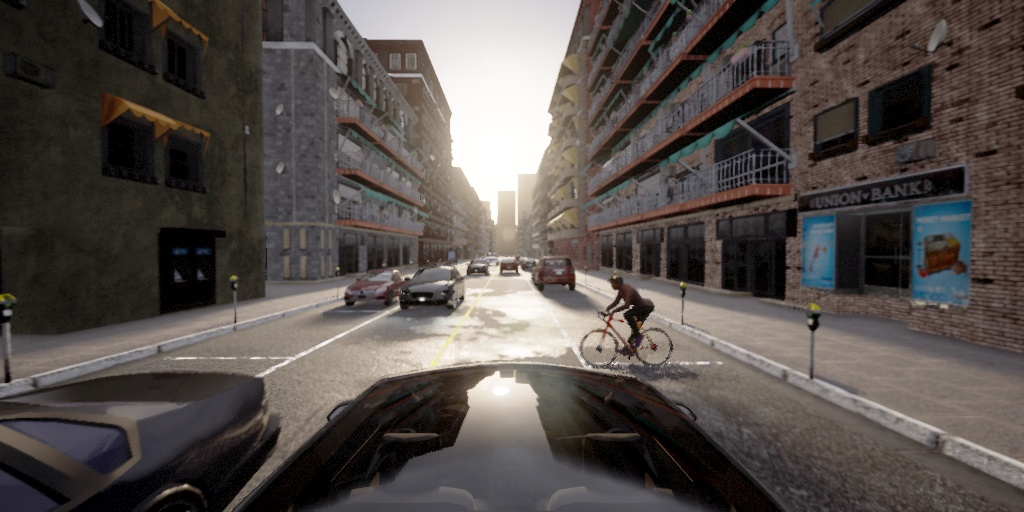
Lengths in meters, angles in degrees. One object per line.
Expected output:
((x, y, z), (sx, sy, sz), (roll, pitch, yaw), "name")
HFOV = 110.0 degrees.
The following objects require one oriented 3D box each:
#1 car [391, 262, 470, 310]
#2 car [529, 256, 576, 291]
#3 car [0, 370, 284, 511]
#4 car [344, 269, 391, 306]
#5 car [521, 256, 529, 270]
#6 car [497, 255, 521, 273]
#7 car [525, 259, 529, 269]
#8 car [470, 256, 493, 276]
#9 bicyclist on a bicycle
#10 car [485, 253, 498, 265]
((-2.968, 1.158, 14.151), (1.837, 1.490, 4.892), (0, 0, -1), "car")
((2.345, 0.914, 20.433), (2.192, 1.841, 5.009), (0, 0, -1), "car")
((-2.823, 1.309, 0.634), (2.033, 1.411, 5.357), (0, 0, -1), "car")
((-5.445, 1.229, 15.063), (1.802, 1.307, 4.207), (0, 0, -1), "car")
((2.101, 0.991, 43.088), (1.948, 1.339, 4.313), (0, 0, -1), "car")
((-0.292, 0.944, 37.952), (1.882, 1.535, 5.008), (0, 1, 0), "car")
((2.284, 1.105, 26.096), (2.007, 1.370, 4.403), (0, 0, -1), "car")
((-3.096, 1.011, 33.303), (1.837, 1.490, 4.892), (0, 0, 0), "car")
((2.005, 1.153, 6.308), (1.656, 1.620, 0.582), (-1, 1, -1), "bicyclist on a bicycle")
((-3.426, 0.500, 61.148), (2.150, 2.045, 5.566), (0, 1, 0), "car")
